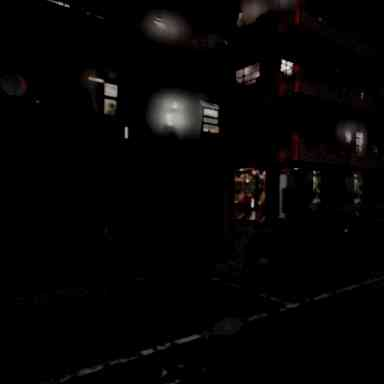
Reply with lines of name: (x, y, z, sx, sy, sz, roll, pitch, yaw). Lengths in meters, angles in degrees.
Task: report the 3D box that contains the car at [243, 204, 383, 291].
car: (3.725, 1.283, 9.196, 5.009, 1.841, 2.192, 0, 1, -35)
